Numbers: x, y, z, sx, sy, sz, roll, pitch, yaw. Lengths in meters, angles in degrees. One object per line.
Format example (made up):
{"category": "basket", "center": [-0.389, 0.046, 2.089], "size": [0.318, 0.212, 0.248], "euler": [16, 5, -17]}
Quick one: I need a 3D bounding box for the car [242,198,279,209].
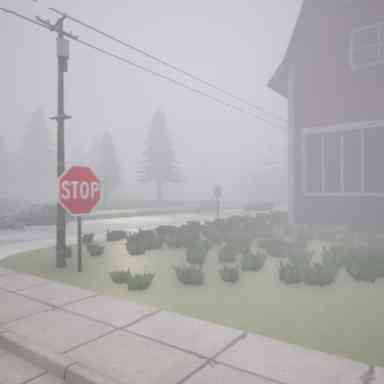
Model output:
{"category": "car", "center": [7.826, 1.610, 38.951], "size": [2.033, 1.411, 5.357], "euler": [0, 0, 36]}

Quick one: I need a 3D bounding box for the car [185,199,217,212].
{"category": "car", "center": [1.165, 1.583, 36.146], "size": [1.837, 1.490, 4.892], "euler": [0, 0, 36]}

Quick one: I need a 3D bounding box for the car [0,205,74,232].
{"category": "car", "center": [-9.951, 1.570, 21.090], "size": [2.128, 1.511, 4.902], "euler": [0, 0, 36]}
